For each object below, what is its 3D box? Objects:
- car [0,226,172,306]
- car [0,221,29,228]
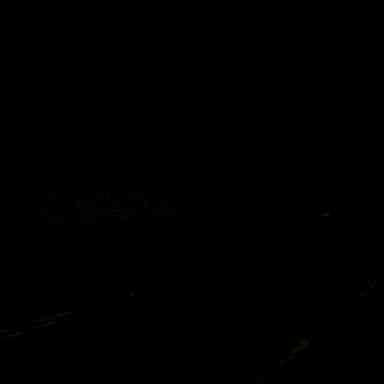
[{"bbox_3d":[-2.739,1.574,8.201,1.895,1.301,4.718,1,0,41],"label":"car"},{"bbox_3d":[-6.789,1.424,8.854,2.128,1.511,4.902,1,0,41],"label":"car"}]
